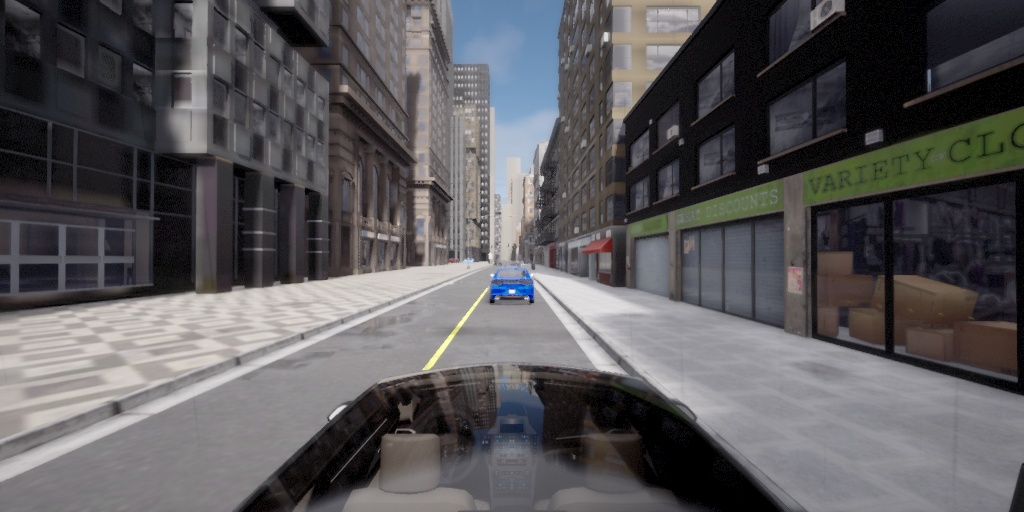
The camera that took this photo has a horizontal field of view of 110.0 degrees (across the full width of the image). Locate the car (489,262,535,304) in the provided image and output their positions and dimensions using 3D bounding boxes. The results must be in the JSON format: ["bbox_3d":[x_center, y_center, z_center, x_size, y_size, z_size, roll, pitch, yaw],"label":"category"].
[{"bbox_3d":[-0.001,1.240,16.500,1.882,1.535,5.008,0,0,0],"label":"car"}]
